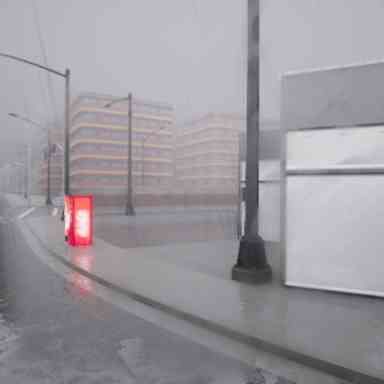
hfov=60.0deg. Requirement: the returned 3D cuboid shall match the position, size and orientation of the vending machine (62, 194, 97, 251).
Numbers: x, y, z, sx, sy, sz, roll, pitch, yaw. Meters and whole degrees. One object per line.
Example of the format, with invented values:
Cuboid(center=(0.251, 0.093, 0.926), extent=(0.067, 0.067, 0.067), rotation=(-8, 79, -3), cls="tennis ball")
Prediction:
Cuboid(center=(-4.404, 1.124, 12.986), extent=(1.100, 2.100, 0.880), rotation=(0, 0, -32), cls="vending machine")
